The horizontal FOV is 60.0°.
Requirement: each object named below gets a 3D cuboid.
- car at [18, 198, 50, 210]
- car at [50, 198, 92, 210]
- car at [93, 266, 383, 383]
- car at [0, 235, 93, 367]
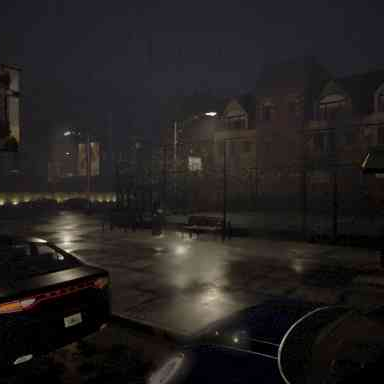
[{"bbox_3d":[-19.439,1.491,42.294,2.128,1.511,4.902,0,0,35],"label":"car"},{"bbox_3d":[-15.064,1.504,42.435,1.837,1.490,4.892,0,0,35],"label":"car"},{"bbox_3d":[1.777,1.354,2.036,4.553,1.767,2.185,0,0,35],"label":"car"},{"bbox_3d":[-3.532,1.480,5.656,5.008,1.535,2.097,0,0,35],"label":"car"}]
